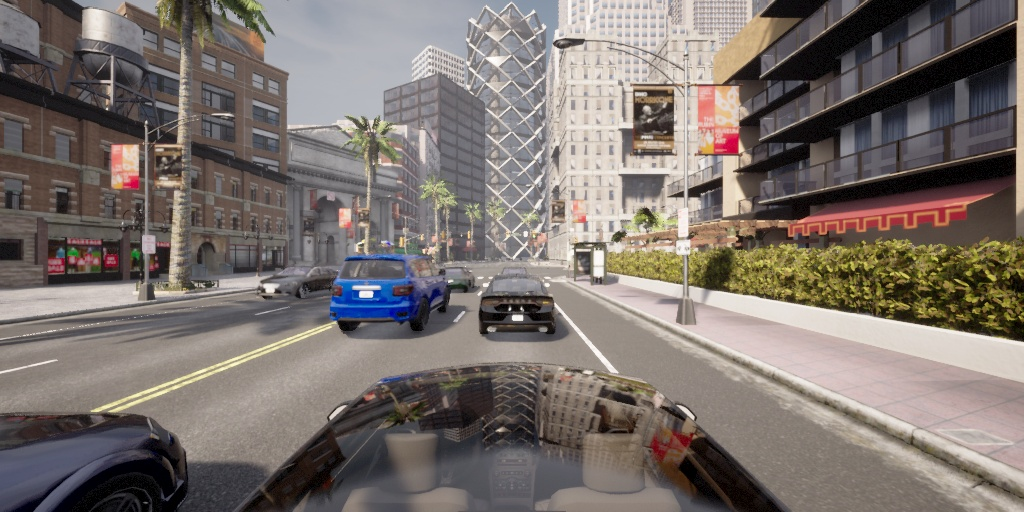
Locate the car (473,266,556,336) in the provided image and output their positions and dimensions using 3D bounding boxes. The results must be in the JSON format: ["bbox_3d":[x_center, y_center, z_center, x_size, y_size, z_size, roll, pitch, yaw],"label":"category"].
[{"bbox_3d":[0.128,1.228,10.477,1.882,1.535,5.008,0,0,0],"label":"car"}]

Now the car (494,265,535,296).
[{"bbox_3d":[0.142,1.298,20.771,2.033,1.411,5.357,0,0,0],"label":"car"}]

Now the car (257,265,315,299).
[{"bbox_3d":[-10.475,1.243,18.024,2.128,1.511,4.902,0,0,0],"label":"car"}]

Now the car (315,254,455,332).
[{"bbox_3d":[-3.378,0.973,11.013,2.150,2.045,5.566,0,0,0],"label":"car"}]

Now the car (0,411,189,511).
[{"bbox_3d":[-3.341,1.314,0.846,1.994,1.385,4.181,0,0,0],"label":"car"}]

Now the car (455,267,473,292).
[{"bbox_3d":[-3.352,1.314,21.418,1.994,1.385,4.181,0,0,0],"label":"car"}]
